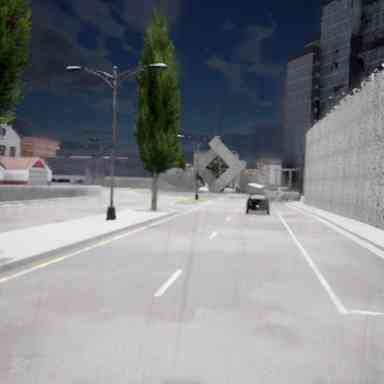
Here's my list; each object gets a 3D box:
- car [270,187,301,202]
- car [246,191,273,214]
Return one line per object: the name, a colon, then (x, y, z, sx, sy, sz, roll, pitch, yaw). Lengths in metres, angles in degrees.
car: (13.507, 0.385, 48.502, 5.566, 2.045, 2.150, 1, 1, -36)
car: (5.665, 0.916, 28.539, 1.882, 1.535, 5.008, 2, 2, 11)
